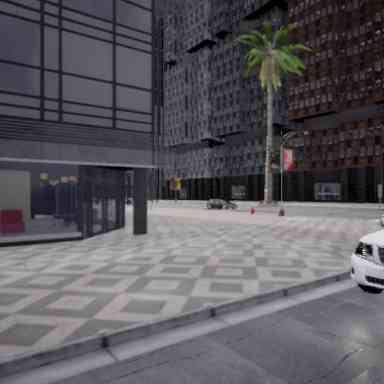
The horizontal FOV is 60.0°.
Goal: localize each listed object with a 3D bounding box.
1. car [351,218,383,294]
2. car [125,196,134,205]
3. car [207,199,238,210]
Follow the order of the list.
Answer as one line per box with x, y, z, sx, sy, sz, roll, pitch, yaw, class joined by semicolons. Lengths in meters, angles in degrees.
5.952;1.192;7.606;5.566;2.045;2.150;0;0;-35;car
-11.881;1.642;65.218;2.097;1.767;4.553;0;-1;-36;car
3.890;1.657;43.519;1.837;1.490;4.892;0;1;-36;car
